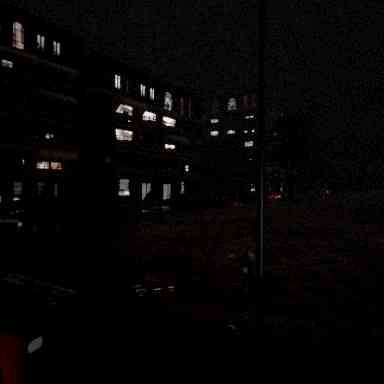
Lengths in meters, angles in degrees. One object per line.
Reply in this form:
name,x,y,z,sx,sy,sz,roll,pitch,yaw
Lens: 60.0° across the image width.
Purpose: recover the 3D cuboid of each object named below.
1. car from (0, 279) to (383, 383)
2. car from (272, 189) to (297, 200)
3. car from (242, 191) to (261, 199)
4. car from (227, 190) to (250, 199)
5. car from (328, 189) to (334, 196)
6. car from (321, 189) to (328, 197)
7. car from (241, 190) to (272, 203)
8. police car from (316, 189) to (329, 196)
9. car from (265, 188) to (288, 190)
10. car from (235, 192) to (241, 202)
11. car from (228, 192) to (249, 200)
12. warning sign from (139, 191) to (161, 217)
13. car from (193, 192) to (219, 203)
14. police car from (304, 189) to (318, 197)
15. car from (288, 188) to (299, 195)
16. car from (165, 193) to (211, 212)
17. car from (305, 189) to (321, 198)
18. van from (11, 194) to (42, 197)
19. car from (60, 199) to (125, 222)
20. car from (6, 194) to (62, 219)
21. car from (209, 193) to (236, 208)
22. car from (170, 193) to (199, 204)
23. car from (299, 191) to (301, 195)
car,-0.330,1.544,3.102,4.507,1.381,1.887,0,0,35
car,15.522,0.674,55.936,1.752,1.417,4.829,2,2,35
car,11.603,0.524,65.002,1.752,1.417,4.829,2,2,35
car,7.683,0.437,54.619,1.895,1.301,4.718,1,1,35
car,34.430,0.077,83.277,1.967,1.590,4.097,2,2,35
car,28.094,0.359,74.118,2.008,1.369,4.403,2,2,35
car,9.090,0.876,46.635,2.008,1.369,4.403,2,2,35
police car,33.259,0.037,84.870,1.930,1.638,5.238,1,1,34
car,15.396,0.550,60.335,1.882,1.535,5.008,1,1,35
car,8.254,0.869,50.002,1.895,1.301,4.718,1,1,34
car,8.533,0.649,60.563,1.947,1.339,4.313,2,2,35
warning sign,-3.130,0.851,24.821,1.300,1.860,1.060,-1,0,35
car,2.198,0.807,51.401,2.008,1.369,4.403,2,2,35
police car,27.449,0.189,76.729,1.930,1.638,5.238,0,1,32
car,24.371,-0.031,83.459,2.192,1.841,5.009,2,2,35
car,-0.412,1.131,32.893,1.887,1.381,4.507,2,2,35
car,24.928,0.445,69.539,2.008,1.369,4.403,2,2,35
van,-13.636,1.035,28.493,1.690,1.788,3.998,2,2,35
car,-6.746,1.328,23.734,1.947,1.339,4.313,2,2,35
car,-11.888,1.225,26.497,1.837,1.490,4.892,1,3,35
car,2.756,1.050,37.474,2.008,1.369,4.403,2,2,35
car,-0.969,0.909,46.821,1.947,1.339,4.313,2,2,35
car,27.536,0.113,88.046,1.887,1.381,4.507,2,2,35
